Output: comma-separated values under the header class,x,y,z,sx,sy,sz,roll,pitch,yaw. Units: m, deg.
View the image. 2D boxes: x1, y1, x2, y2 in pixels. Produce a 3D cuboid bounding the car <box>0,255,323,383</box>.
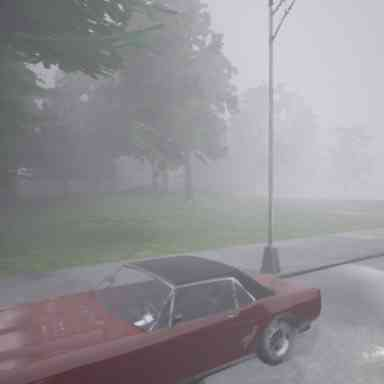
class,x,y,z,sx,sy,sz,roll,pitch,yaw
car,-0.486,1.603,4.259,4.718,1.301,1.895,0,0,-36
